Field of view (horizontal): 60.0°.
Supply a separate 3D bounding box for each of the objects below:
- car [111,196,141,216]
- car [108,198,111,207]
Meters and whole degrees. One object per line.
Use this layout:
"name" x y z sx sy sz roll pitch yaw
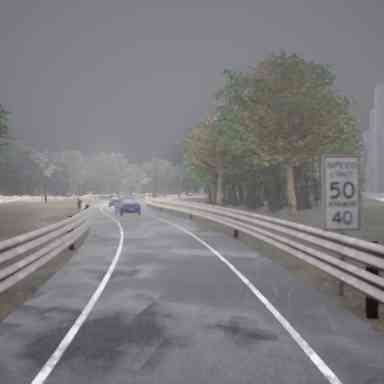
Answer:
"car" -6.160 1.377 31.633 1.882 1.535 5.008 0 0 -20
"car" -10.324 1.284 45.607 1.812 1.442 4.674 0 1 -11
